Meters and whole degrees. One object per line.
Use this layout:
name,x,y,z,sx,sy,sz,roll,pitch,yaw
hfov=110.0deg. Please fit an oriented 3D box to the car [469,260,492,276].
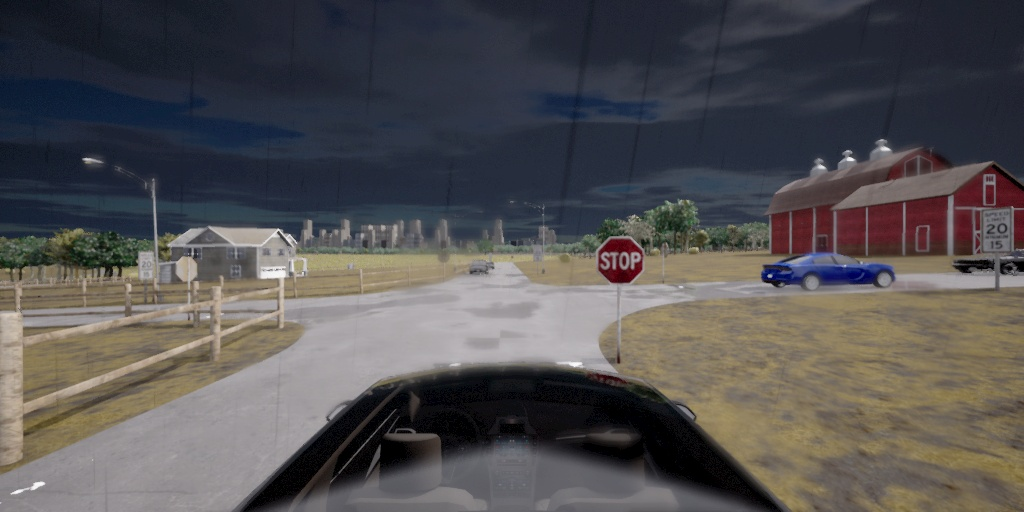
car,-3.393,1.237,37.846,1.837,1.490,4.892,0,0,-1

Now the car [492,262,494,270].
car,-3.610,1.309,52.802,1.994,1.385,4.181,0,0,-1

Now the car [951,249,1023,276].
car,26.136,0.285,18.643,4.718,1.301,1.895,-2,0,-1

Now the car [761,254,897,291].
car,13.654,0.627,15.590,5.008,1.535,1.882,-2,0,-1
